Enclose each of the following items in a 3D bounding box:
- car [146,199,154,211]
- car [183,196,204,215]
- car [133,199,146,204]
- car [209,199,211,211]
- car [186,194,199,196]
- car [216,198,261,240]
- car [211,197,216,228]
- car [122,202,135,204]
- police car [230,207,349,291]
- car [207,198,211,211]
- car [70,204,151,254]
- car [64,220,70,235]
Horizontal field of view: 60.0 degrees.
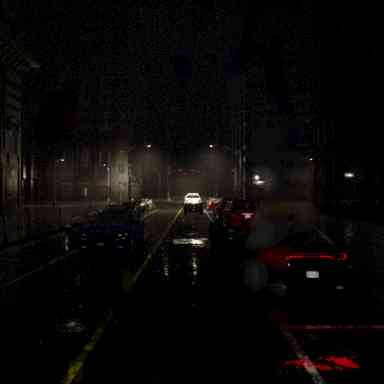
[{"bbox_3d":[-5.680,1.580,35.990,1.947,1.339,4.313,0,0,0],"label":"car"},{"bbox_3d":[0.142,1.504,34.245,2.128,1.511,4.902,0,0,1],"label":"car"},{"bbox_3d":[-5.693,1.575,30.353,1.947,1.339,4.313,0,0,0],"label":"car"},{"bbox_3d":[2.832,1.575,30.336,1.947,1.339,4.313,0,0,0],"label":"car"},{"bbox_3d":[0.107,1.242,44.269,2.150,2.045,5.566,0,0,0],"label":"car"},{"bbox_3d":[2.804,1.318,19.063,2.192,1.841,5.009,0,0,0],"label":"car"},{"bbox_3d":[2.817,1.321,24.699,2.192,1.841,5.009,0,0,0],"label":"car"},{"bbox_3d":[-5.706,1.588,24.717,1.802,1.307,4.206,0,0,0],"label":"car"},{"bbox_3d":[2.389,1.425,9.155,1.930,1.638,5.238,0,0,0],"label":"police car"},{"bbox_3d":[2.858,1.458,41.608,1.967,1.590,4.097,0,0,0],"label":"car"},{"bbox_3d":[-3.068,1.479,13.651,1.882,1.535,5.008,0,0,0],"label":"car"},{"bbox_3d":[-5.721,1.528,18.910,1.752,1.417,4.829,0,0,0],"label":"car"}]
